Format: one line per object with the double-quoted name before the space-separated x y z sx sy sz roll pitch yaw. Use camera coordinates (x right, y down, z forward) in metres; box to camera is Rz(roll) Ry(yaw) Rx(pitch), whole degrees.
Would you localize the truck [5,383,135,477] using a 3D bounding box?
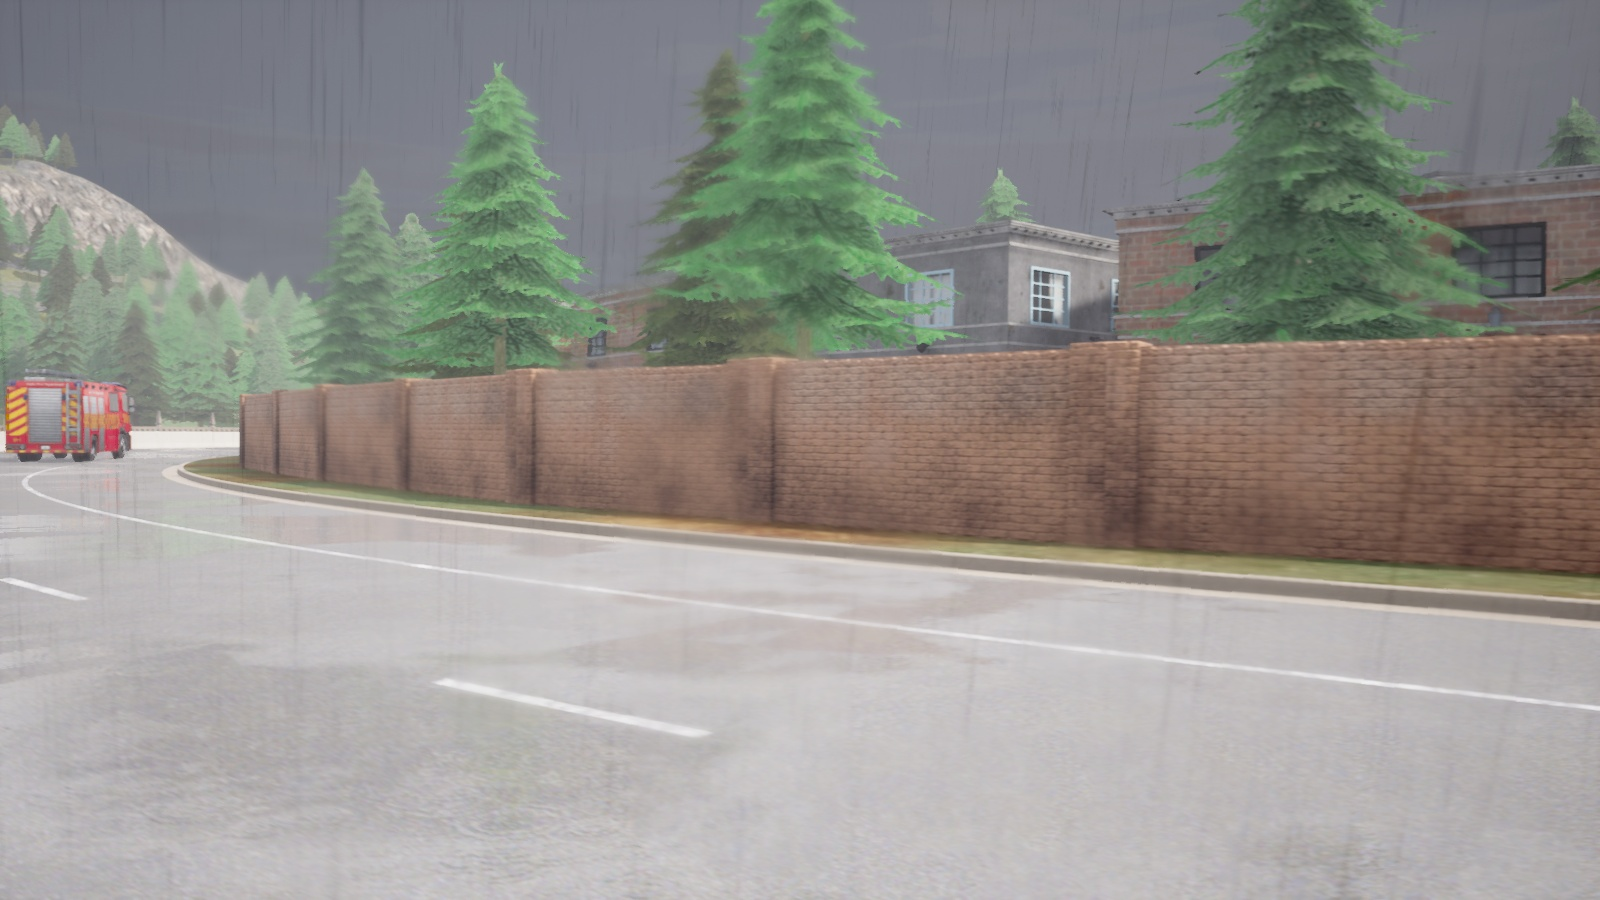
"truck" -32.056 -0.885 55.550 2.891 3.827 8.468 -1 1 -16
